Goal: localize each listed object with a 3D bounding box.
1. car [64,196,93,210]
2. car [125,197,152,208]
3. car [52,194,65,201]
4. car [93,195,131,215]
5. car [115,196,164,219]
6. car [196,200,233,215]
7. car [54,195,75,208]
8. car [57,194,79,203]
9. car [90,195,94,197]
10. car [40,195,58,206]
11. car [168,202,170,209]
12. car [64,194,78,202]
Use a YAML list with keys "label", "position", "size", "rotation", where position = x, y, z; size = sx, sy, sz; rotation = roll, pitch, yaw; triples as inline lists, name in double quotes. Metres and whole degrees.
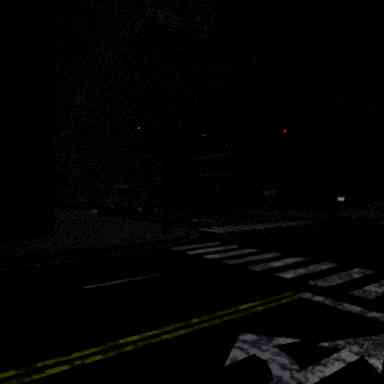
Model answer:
- label: "car"
  position: [-13.986, 1.482, 41.126]
  size: [1.802, 1.307, 4.206]
  rotation: [0, 0, -35]
- label: "car"
  position: [-7.432, 1.445, 45.756]
  size: [1.947, 1.339, 4.313]
  rotation: [0, 0, -35]
- label: "car"
  position: [-32.866, 1.352, 81.766]
  size: [1.967, 1.590, 4.097]
  rotation: [0, 0, -35]
- label: "car"
  position: [-7.628, 1.341, 32.123]
  size: [1.967, 1.590, 4.097]
  rotation: [0, 0, -35]
- label: "car"
  position: [-4.449, 1.342, 27.622]
  size: [1.967, 1.590, 4.097]
  rotation: [0, 0, -35]
- label: "car"
  position: [2.107, 1.448, 32.251]
  size: [1.947, 1.339, 4.313]
  rotation: [0, 0, -35]
- label: "car"
  position: [-17.165, 1.452, 45.627]
  size: [2.008, 1.369, 4.403]
  rotation: [0, 0, -35]
- label: "car"
  position: [-20.601, 1.054, 55.063]
  size: [2.033, 1.411, 5.357]
  rotation: [0, 0, -35]
- label: "car"
  position: [-11.794, 1.440, 42.425]
  size: [2.033, 1.411, 5.357]
  rotation: [0, 0, -35]
- label: "car"
  position: [-23.524, 1.348, 54.629]
  size: [1.967, 1.590, 4.097]
  rotation: [0, 0, -35]
- label: "car"
  position: [-4.252, 1.461, 41.255]
  size: [1.802, 1.307, 4.206]
  rotation: [0, 0, -35]
- label: "car"
  position: [-26.507, 1.342, 72.763]
  size: [1.967, 1.590, 4.097]
  rotation: [0, 0, -35]
